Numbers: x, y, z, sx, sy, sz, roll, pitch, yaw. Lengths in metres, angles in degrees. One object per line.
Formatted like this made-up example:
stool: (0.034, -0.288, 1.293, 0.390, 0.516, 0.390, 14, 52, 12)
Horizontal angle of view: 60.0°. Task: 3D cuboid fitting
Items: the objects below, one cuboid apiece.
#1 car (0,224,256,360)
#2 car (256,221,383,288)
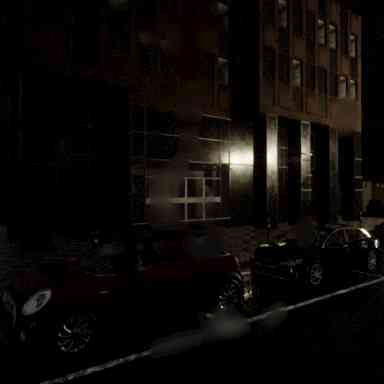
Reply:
car: (-1.080, 1.440, 5.877, 4.097, 1.590, 1.967, 0, 0, -35)
car: (3.487, 1.551, 9.121, 4.403, 1.369, 2.008, 0, 0, -35)
